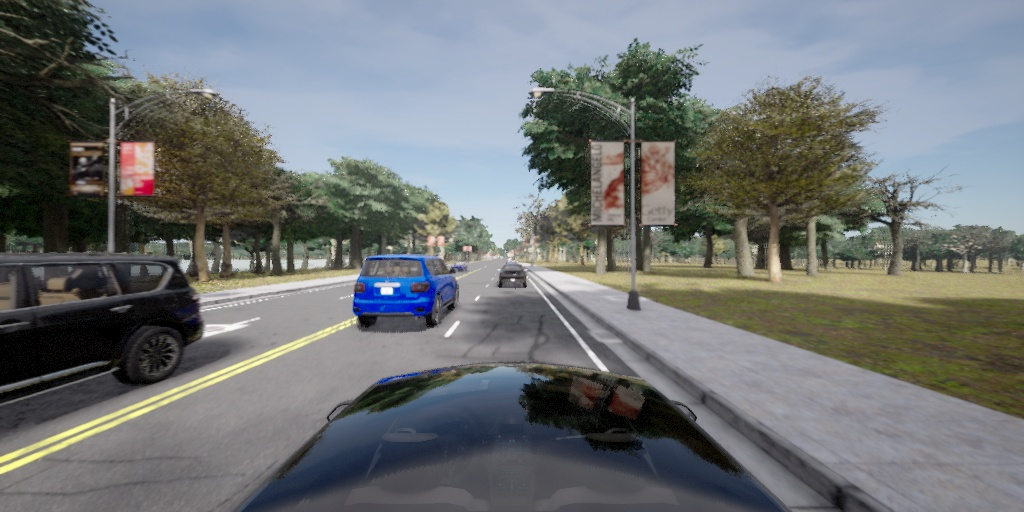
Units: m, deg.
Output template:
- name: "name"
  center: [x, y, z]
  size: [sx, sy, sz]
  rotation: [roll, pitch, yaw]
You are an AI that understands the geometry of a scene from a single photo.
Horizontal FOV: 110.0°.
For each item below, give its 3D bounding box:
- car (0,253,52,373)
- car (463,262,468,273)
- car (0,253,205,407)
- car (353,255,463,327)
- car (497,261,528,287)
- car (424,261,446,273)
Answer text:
- name: "car"
  center: [-9.851, 0.974, 4.062]
  size: [2.150, 2.045, 5.566]
  rotation: [0, 0, 0]
- name: "car"
  center: [-6.782, 1.443, 46.012]
  size: [1.895, 1.301, 4.718]
  rotation: [0, 0, 0]
- name: "car"
  center: [-6.601, 0.974, 4.101]
  size: [2.150, 2.045, 5.566]
  rotation: [0, 0, 0]
- name: "car"
  center: [-3.163, 0.981, 11.742]
  size: [2.150, 2.045, 5.566]
  rotation: [0, 0, 0]
- name: "car"
  center: [0.039, 1.289, 25.087]
  size: [1.837, 1.490, 4.892]
  rotation: [0, 0, 0]
- name: "car"
  center: [-10.036, 1.353, 47.249]
  size: [1.837, 1.490, 4.892]
  rotation: [0, -1, 0]
